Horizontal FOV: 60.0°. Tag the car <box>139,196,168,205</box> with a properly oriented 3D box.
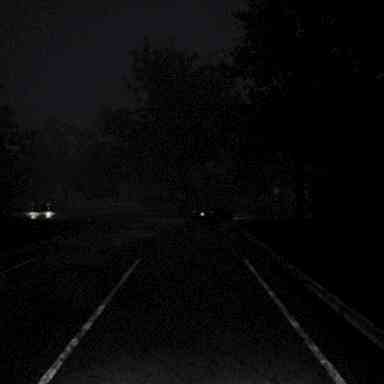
[{"bbox_3d":[-6.688,1.402,57.406,5.008,1.535,1.882,0,0,-15],"label":"car"}]

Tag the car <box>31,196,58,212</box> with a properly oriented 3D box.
[{"bbox_3d":[-16.804,1.301,37.966,2.097,1.767,4.553,0,0,-11],"label":"car"}]

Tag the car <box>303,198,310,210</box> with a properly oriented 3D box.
[{"bbox_3d":[14.313,1.440,39.278,2.128,1.511,4.902,0,0,13],"label":"car"}]

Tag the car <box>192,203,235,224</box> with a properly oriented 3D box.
[{"bbox_3d":[1.662,1.531,25.021,1.994,1.385,4.181,0,0,27],"label":"car"}]
